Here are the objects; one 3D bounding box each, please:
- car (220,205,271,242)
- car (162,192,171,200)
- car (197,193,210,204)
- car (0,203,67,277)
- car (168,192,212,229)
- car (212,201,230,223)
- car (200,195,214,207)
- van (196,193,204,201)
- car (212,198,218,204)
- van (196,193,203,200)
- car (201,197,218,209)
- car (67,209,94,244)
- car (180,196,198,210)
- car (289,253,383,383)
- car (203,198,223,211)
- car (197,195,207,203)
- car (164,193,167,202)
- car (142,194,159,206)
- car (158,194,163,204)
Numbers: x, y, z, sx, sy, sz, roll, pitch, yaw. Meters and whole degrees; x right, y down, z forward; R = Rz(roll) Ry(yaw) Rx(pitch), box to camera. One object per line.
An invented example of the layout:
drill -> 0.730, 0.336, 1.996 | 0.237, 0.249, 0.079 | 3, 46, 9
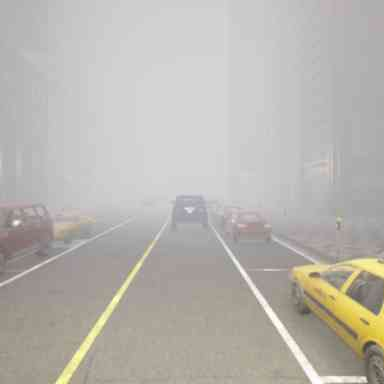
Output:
car -> 2.588, 1.520, 15.737 | 1.802, 1.307, 4.206 | 0, 0, -1
car -> -6.821, 1.051, 88.653 | 2.192, 1.841, 5.009 | 0, 0, -1
car -> 2.043, 1.113, 60.683 | 2.192, 1.841, 5.009 | 0, 0, -1
car -> -5.868, 1.290, 10.002 | 2.192, 1.841, 5.009 | 0, 0, -1
car -> -0.144, 1.148, 21.173 | 2.150, 2.045, 5.566 | 0, 0, -1
car -> 2.520, 1.500, 21.355 | 1.802, 1.307, 4.206 | 0, 0, -1
car -> 2.180, 1.272, 49.447 | 1.967, 1.590, 4.097 | 0, 0, -1
van -> 1.839, 1.091, 77.539 | 1.690, 1.788, 3.998 | 0, 0, -1
car -> 2.450, 1.425, 27.143 | 1.752, 1.417, 4.829 | 0, 0, -1
van -> 1.771, 1.075, 83.156 | 1.690, 1.788, 3.998 | 0, 0, -1
car -> 2.248, 1.393, 43.829 | 1.887, 1.381, 4.507 | 0, 0, -1
car -> -5.934, 1.481, 15.451 | 1.752, 1.417, 4.829 | 0, 0, -1
car -> -0.402, 1.350, 42.600 | 2.128, 1.511, 4.902 | 0, 0, -1
car -> 2.722, 1.503, 4.670 | 1.752, 1.417, 4.829 | 0, 0, -1
car -> 2.316, 1.432, 38.210 | 1.947, 1.339, 4.313 | 0, 0, -1
car -> 1.976, 1.348, 66.302 | 1.947, 1.339, 4.313 | 0, 0, -1
car -> -6.548, 1.344, 66.182 | 1.887, 1.381, 4.507 | 0, 0, -1
car -> -6.344, 1.431, 49.329 | 1.802, 1.307, 4.206 | 0, 0, -1
car -> -6.412, 1.398, 54.947 | 1.947, 1.339, 4.313 | 0, 0, -1
